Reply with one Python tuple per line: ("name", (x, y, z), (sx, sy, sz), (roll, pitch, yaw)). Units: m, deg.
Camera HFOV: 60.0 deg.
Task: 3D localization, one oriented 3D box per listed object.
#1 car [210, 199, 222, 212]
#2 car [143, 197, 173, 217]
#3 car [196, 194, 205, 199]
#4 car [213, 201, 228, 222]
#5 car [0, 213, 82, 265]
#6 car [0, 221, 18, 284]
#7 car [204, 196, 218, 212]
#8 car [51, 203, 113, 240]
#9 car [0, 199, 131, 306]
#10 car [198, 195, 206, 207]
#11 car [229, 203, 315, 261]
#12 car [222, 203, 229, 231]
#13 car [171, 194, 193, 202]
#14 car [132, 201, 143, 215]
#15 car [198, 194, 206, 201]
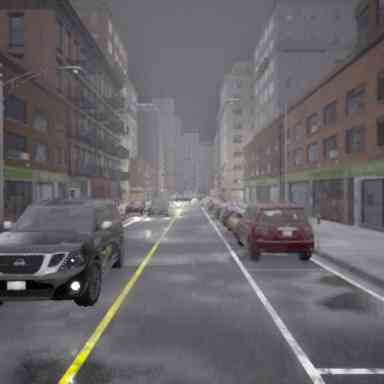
("car", (2.848, 1.564, 28.788), (1.887, 1.381, 4.507), (-1, 0, 0))
("car", (-3.096, 1.528, 31.435), (1.837, 1.490, 4.892), (0, 0, 0))
("car", (2.841, 1.493, 88.642), (2.192, 1.841, 5.009), (-1, 0, 0))
("car", (2.848, 1.563, 23.291), (2.008, 1.369, 4.403), (-1, 0, 0))
("car", (-5.675, 1.585, 12.296), (1.802, 1.307, 4.206), (0, 0, 0))
("car", (-5.675, 1.526, 6.629), (1.752, 1.417, 4.829), (0, 0, 0))
("car", (2.846, 1.478, 39.781), (1.967, 1.590, 4.097), (-1, 0, 0))
("car", (-5.677, 1.447, 17.794), (1.967, 1.590, 4.097), (-1, 0, 0))
("car", (-3.070, 1.223, 8.344), (2.150, 2.045, 5.566), (0, 0, -3))
("car", (2.349, 1.591, 52.702), (1.812, 1.442, 4.674), (0, 0, 0))
("car", (2.848, 1.317, 12.298), (2.192, 1.841, 5.009), (-1, 0, 0))
("car", (2.849, 1.532, 17.965), (1.752, 1.417, 4.829), (-1, 0, 0))
("car", (-1.842, 1.526, 71.862), (1.895, 1.301, 4.718), (0, 0, 31))
("car", (-5.677, 1.573, 34.284), (1.887, 1.381, 4.507), (-1, 0, 0))
("car", (2.843, 1.512, 94.228), (2.192, 1.841, 5.009), (-1, 0, 0))
